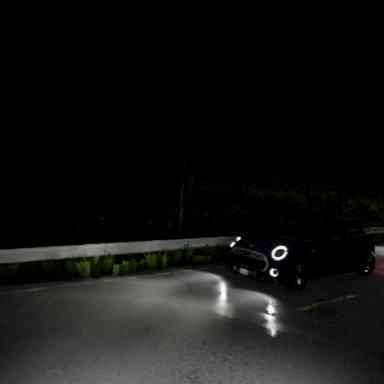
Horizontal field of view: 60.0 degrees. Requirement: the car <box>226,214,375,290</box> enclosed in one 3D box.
[{"bbox_3d":[3.186,1.451,9.498,4.553,1.767,2.097,2,1,-33],"label":"car"}]
